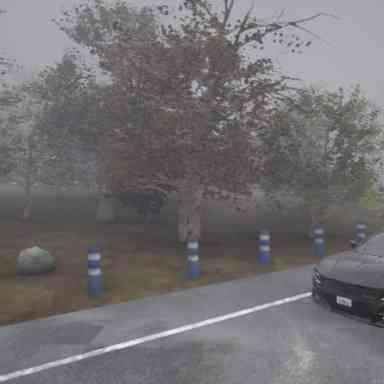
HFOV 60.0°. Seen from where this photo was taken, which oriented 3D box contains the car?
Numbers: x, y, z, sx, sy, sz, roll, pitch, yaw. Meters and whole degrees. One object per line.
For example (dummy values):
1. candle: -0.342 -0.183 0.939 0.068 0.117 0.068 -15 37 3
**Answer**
1. car: 4.485 1.421 6.612 5.008 1.535 1.882 -1 0 -33
